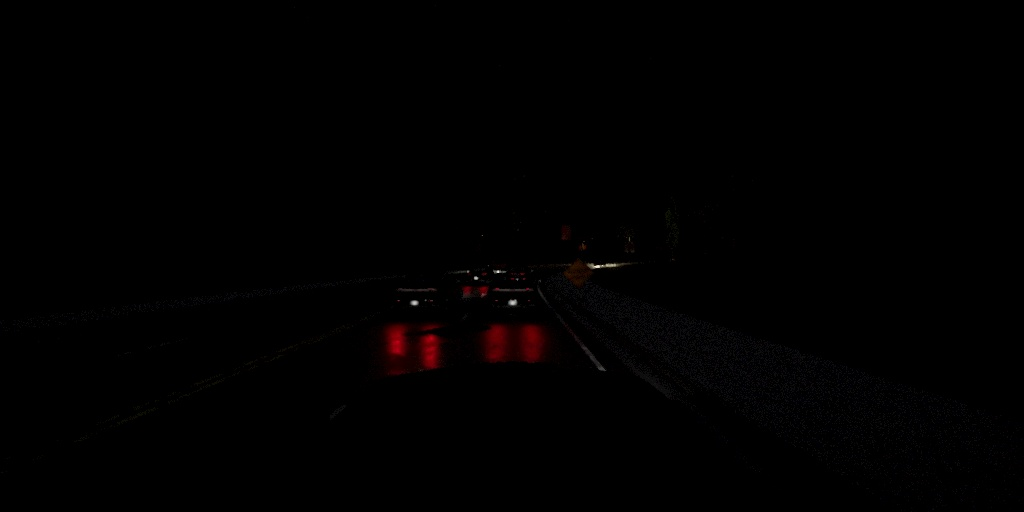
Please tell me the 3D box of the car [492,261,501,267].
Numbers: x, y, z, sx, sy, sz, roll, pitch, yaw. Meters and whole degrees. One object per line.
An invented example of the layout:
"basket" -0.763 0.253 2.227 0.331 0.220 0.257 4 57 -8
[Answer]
"car" -2.565 1.628 61.957 2.097 1.767 4.553 -1 -1 18

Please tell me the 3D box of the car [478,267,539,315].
"car" 0.052 1.368 14.333 2.128 1.511 4.902 0 0 1

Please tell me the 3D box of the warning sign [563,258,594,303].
"warning sign" 2.847 1.000 15.198 1.300 1.860 1.060 0 0 0

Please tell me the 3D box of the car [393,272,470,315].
"car" -3.199 1.367 14.311 2.128 1.511 4.902 0 -1 1

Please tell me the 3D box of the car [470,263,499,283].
"car" -2.524 1.540 29.832 1.812 1.442 4.674 0 0 6

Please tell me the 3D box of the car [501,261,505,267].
"car" 0.357 1.789 60.535 2.033 1.411 5.357 -1 0 18

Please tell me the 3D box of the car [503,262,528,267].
"car" 0.657 1.507 29.014 1.837 1.490 4.892 0 0 6
